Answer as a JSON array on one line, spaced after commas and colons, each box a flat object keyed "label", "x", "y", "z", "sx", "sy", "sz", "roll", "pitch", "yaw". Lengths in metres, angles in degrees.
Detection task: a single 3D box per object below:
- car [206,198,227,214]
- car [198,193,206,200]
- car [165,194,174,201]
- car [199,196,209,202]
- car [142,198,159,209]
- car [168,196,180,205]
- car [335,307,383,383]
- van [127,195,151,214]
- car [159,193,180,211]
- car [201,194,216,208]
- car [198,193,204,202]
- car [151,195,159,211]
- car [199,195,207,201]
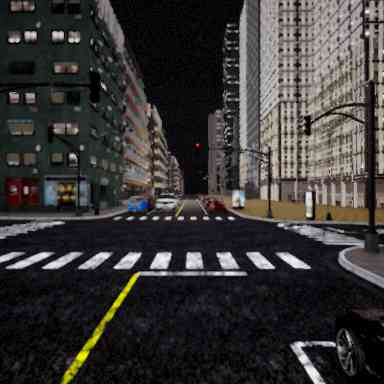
[{"label": "car", "x": 2.699, "y": 1.561, "z": 34.900, "sx": 1.802, "sy": 1.307, "sz": 4.206, "roll": 0, "pitch": 0, "yaw": 0}, {"label": "car", "x": 2.705, "y": 1.294, "z": 90.177, "sx": 2.192, "sy": 1.841, "sz": 5.009, "roll": 0, "pitch": 0, "yaw": 0}, {"label": "car", "x": -5.677, "y": 1.417, "z": 84.650, "sx": 1.967, "sy": 1.590, "sz": 4.097, "roll": 0, "pitch": 0, "yaw": 0}, {"label": "car", "x": 2.702, "y": 1.525, "z": 73.594, "sx": 2.008, "sy": 1.369, "sz": 4.403, "roll": 0, "pitch": 0, "yaw": 0}, {"label": "car", "x": -5.680, "y": 1.520, "z": 45.958, "sx": 1.887, "sy": 1.381, "sz": 4.507, "roll": 0, "pitch": 0, "yaw": 0}, {"label": "car", "x": -3.046, "y": 1.498, "z": 57.246, "sx": 1.812, "sy": 1.442, "sz": 4.674, "roll": 0, "pitch": 0, "yaw": 0}, {"label": "car", "x": 2.697, "y": 1.564, "z": 2.495, "sx": 1.947, "sy": 1.339, "sz": 4.313, "roll": 0, "pitch": 0, "yaw": 0}, {"label": "van", "x": -5.680, "y": 1.320, "z": 34.902, "sx": 1.690, "sy": 1.788, "sz": 3.998, "roll": 0, "pitch": 0, "yaw": 0}, {"label": "car", "x": -3.075, "y": 1.195, "z": 41.042, "sx": 2.150, "sy": 2.045, "sz": 5.566, "roll": 0, "pitch": 1, "yaw": 1}, {"label": "car", "x": 2.701, "y": 1.415, "z": 45.956, "sx": 1.967, "sy": 1.590, "sz": 4.097, "roll": 0, "pitch": 0, "yaw": 0}, {"label": "car", "x": 2.702, "y": 1.412, "z": 62.539, "sx": 1.967, "sy": 1.590, "sz": 4.097, "roll": 0, "pitch": 0, "yaw": 0}, {"label": "car", "x": -5.679, "y": 1.292, "z": 40.430, "sx": 2.192, "sy": 1.841, "sz": 5.009, "roll": 0, "pitch": 0, "yaw": 0}, {"label": "car", "x": 2.703, "y": 1.559, "z": 84.649, "sx": 1.802, "sy": 1.307, "sz": 4.206, "roll": 0, "pitch": 0, "yaw": 0}]
